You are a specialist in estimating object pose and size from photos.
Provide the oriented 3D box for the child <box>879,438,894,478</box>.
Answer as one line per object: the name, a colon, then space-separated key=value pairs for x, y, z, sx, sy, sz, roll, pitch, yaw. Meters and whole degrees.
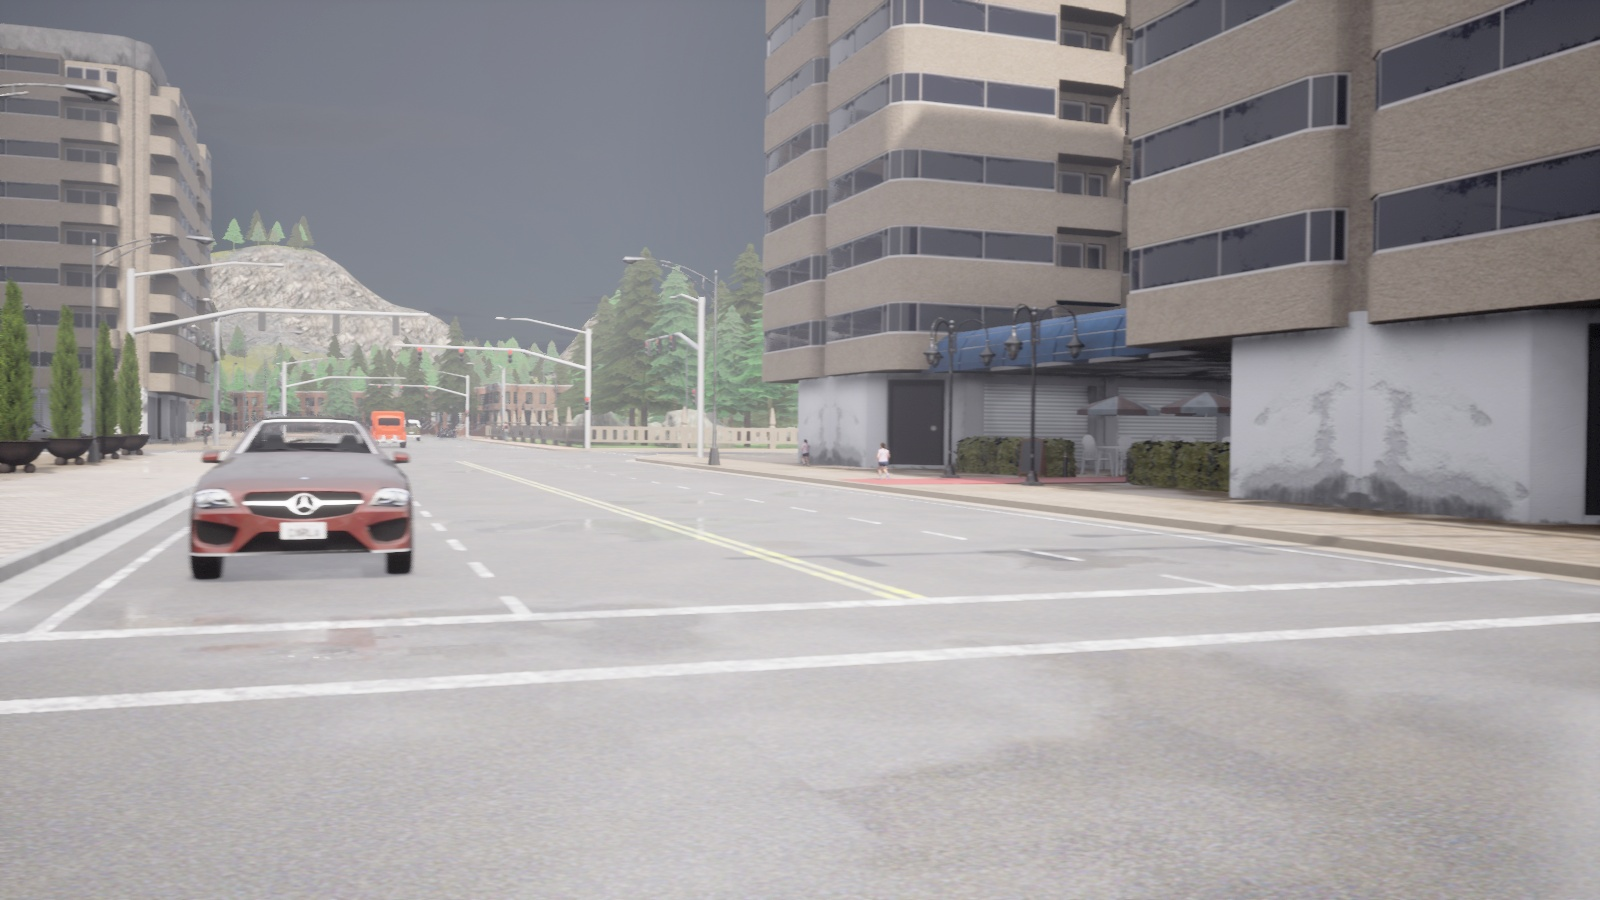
child: x=2.416 y=0.217 z=35.019 sx=0.255 sy=1.110 sz=0.394 roll=-1 pitch=1 yaw=-20

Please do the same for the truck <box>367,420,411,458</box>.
truck: x=-28.140 y=-0.782 z=85.888 sx=2.627 sy=2.467 sz=5.204 roll=-1 pitch=1 yaw=-20

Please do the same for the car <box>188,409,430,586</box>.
car: x=-5.574 y=0.401 z=14.503 sx=2.152 sy=1.651 sz=5.027 roll=-1 pitch=1 yaw=-20

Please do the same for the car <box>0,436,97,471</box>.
car: x=-34.974 y=0.148 z=57.107 sx=4.902 sy=1.511 sz=2.128 roll=-1 pitch=1 yaw=-20
